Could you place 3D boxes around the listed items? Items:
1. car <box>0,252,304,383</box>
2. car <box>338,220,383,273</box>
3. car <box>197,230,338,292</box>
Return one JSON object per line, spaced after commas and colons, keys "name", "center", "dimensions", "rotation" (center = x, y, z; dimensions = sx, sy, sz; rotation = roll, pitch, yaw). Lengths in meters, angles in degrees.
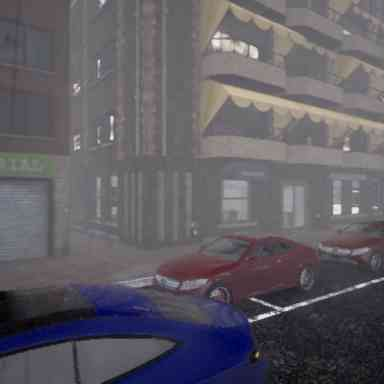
{"name": "car", "center": [-1.455, 1.526, 2.339], "dimensions": [4.674, 1.442, 1.812], "rotation": [0, 0, -35]}
{"name": "car", "center": [5.753, 1.590, 10.664], "dimensions": [4.206, 1.307, 1.802], "rotation": [0, 0, -35]}
{"name": "car", "center": [1.155, 1.586, 7.384], "dimensions": [4.206, 1.307, 1.802], "rotation": [0, 0, -35]}
